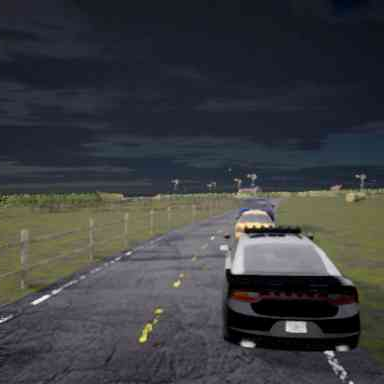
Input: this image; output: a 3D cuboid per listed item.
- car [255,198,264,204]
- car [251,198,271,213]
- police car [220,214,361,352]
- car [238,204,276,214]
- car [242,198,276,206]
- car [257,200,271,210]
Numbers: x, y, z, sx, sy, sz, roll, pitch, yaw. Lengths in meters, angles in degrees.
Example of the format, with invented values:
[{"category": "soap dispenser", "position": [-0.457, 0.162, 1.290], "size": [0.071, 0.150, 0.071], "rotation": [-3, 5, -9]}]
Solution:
[{"category": "car", "position": [17.231, 2.247, 84.384], "size": [1.895, 1.301, 4.718], "rotation": [0, -1, 15]}, {"category": "car", "position": [8.772, 1.683, 42.124], "size": [2.097, 1.767, 4.553], "rotation": [-1, -1, 16]}, {"category": "police car", "position": [1.589, 1.481, 6.669], "size": [1.930, 1.638, 5.238], "rotation": [-1, -1, 7]}, {"category": "car", "position": [3.126, 1.594, 16.477], "size": [1.801, 1.575, 5.366], "rotation": [-1, -1, 11]}, {"category": "car", "position": [4.320, 1.406, 22.102], "size": [2.150, 2.045, 5.566], "rotation": [-1, -1, 13]}, {"category": "car", "position": [11.267, 1.961, 51.735], "size": [1.994, 1.385, 4.181], "rotation": [-1, -1, 15]}]
